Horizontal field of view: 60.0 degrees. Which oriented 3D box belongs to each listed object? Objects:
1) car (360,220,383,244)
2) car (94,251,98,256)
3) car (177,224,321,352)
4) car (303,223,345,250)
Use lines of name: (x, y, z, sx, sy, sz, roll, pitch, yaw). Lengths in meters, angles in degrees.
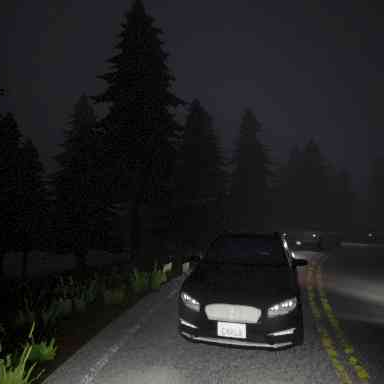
car: (15.905, 3.229, 26.485, 5.566, 2.045, 2.150, 8, -8, -28)
car: (-20.222, 13.650, 73.007, 4.181, 1.381, 1.994, -2, -5, 31)
car: (1.138, 1.562, 6.627, 2.128, 1.511, 4.902, -1, -2, 15)
car: (6.533, 2.311, 17.746, 1.895, 1.301, 4.718, -3, -6, 39)
